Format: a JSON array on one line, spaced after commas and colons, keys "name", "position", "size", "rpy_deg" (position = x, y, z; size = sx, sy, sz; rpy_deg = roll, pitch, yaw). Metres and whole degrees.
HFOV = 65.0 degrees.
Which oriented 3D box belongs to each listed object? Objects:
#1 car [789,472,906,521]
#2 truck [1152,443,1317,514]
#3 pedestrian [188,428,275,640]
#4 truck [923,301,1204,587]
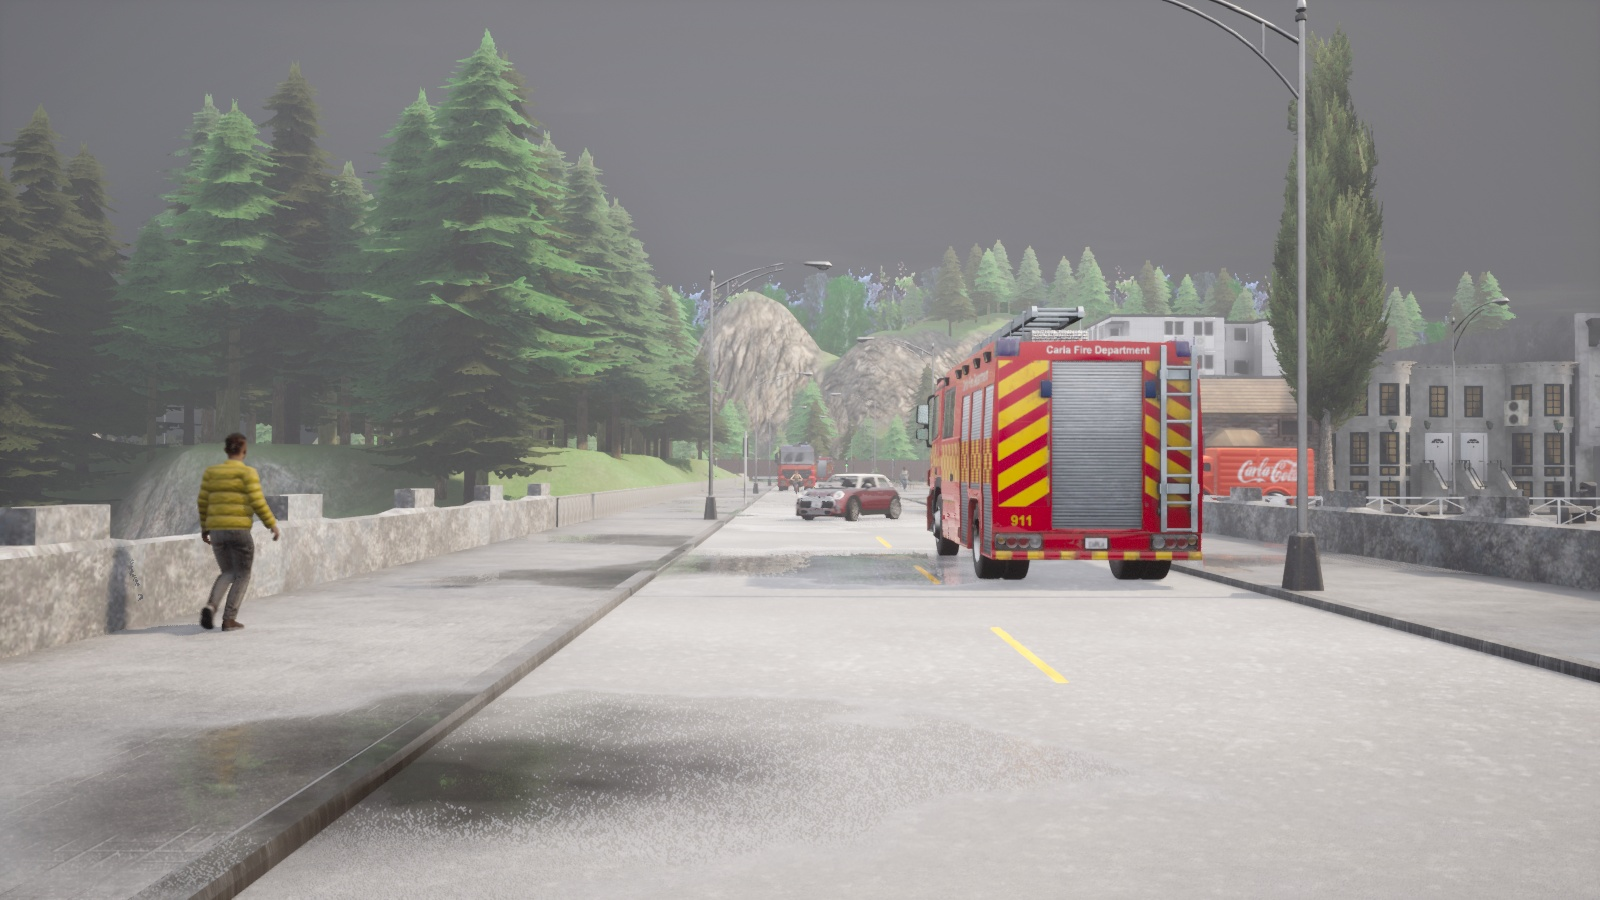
[{"name": "car", "position": [1.557, 1.442, 39.903], "size": [1.970, 1.475, 3.806], "rpy_deg": [-1, -1, 35]}, {"name": "truck", "position": [15.782, 1.034, 45.921], "size": [5.204, 2.467, 2.627], "rpy_deg": [0, -1, 5]}, {"name": "pedestrian", "position": [-5.098, 0.734, 11.290], "size": [0.431, 1.840, 0.709], "rpy_deg": [0, -1, 3]}, {"name": "truck", "position": [3.942, -0.013, 21.061], "size": [2.891, 3.827, 8.468], "rpy_deg": [0, -1, 0]}]
